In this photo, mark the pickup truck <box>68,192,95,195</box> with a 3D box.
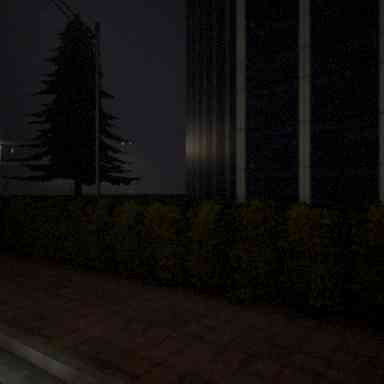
[{"bbox_3d":[-19.136,1.074,60.026,6.274,2.098,2.390,0,0,-24],"label":"pickup truck"}]
